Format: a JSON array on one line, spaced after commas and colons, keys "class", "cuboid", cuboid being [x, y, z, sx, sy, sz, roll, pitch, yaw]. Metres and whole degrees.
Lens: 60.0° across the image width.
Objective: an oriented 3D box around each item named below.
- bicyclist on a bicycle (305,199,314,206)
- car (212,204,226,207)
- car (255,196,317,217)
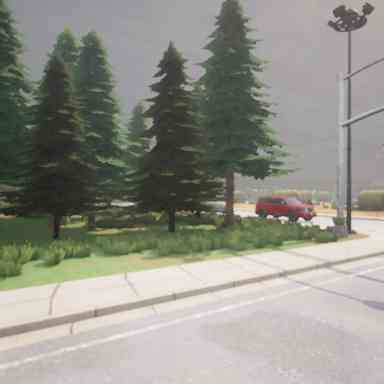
[{"class": "bicyclist on a bicycle", "cuboid": [12.480, 1.530, 35.294, 1.656, 1.620, 0.582, 0, 0, -35]}, {"class": "car", "cuboid": [2.081, 1.672, 37.212, 2.128, 1.511, 4.902, 0, 0, -34]}, {"class": "car", "cuboid": [7.926, 1.401, 28.710, 2.150, 2.045, 5.566, 0, 0, -35]}]
